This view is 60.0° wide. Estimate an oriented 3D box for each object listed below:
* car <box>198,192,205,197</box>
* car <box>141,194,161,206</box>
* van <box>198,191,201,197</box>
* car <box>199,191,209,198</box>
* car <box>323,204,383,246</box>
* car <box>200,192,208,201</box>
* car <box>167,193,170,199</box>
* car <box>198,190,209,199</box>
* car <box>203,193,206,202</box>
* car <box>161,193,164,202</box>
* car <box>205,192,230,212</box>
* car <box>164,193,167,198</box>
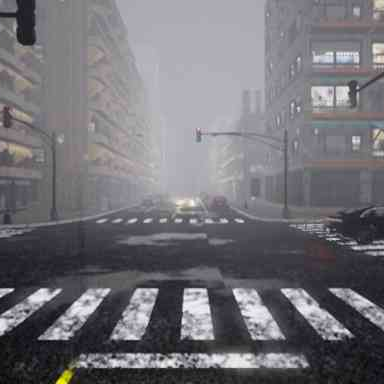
[{"bbox_3d":[2.648,0.640,94.528,1.887,1.381,4.507,0,1,0],"label":"car"},{"bbox_3d":[-5.710,1.112,44.719,2.008,1.369,4.403,0,1,0],"label":"car"},{"bbox_3d":[2.662,0.692,66.857,1.690,1.788,3.998,0,1,0],"label":"van"},{"bbox_3d":[2.664,0.985,61.325,1.802,1.307,4.206,0,1,0],"label":"car"},{"bbox_3d":[7.843,1.226,13.347,4.902,1.511,2.128,-2,0,0],"label":"car"},{"bbox_3d":[2.666,1.037,55.791,1.802,1.307,4.206,0,1,0],"label":"car"},{"bbox_3d":[-5.722,0.844,72.389,1.887,1.381,4.507,0,1,0],"label":"car"},{"bbox_3d":[2.657,0.563,77.924,2.192,1.841,5.009,0,1,0],"label":"car"},{"bbox_3d":[2.674,1.166,39.188,2.008,1.369,4.403,0,1,0],"label":"car"},{"bbox_3d":[-5.712,1.090,50.254,1.802,1.307,4.206,0,1,0],"label":"car"},{"bbox_3d":[2.677,1.109,33.653,1.967,1.590,4.097,0,1,0],"label":"car"},{"bbox_3d":[-5.714,1.021,55.788,1.947,1.339,4.313,0,1,0],"label":"car"}]
